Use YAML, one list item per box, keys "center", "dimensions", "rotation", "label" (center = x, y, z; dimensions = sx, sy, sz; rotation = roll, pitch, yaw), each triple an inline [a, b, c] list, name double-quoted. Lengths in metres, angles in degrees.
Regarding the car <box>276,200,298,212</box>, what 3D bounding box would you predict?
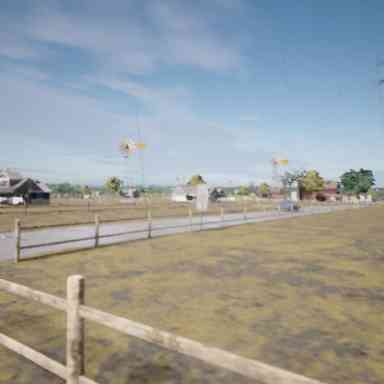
- center: [14.249, 1.982, 49.734]
  dimensions: [2.097, 1.767, 4.553]
  rotation: [2, 0, 36]
  label: "car"
